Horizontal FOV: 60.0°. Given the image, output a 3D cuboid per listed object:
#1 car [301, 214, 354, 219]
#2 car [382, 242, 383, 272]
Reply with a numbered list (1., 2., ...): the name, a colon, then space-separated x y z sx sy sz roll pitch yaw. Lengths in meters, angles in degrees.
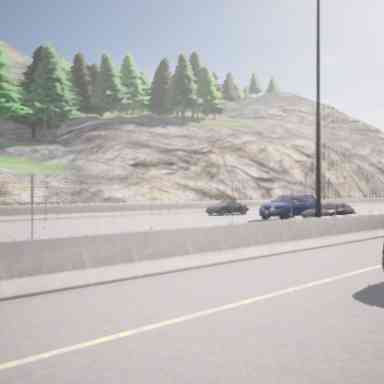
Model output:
1. car: 9.860 1.498 23.928 4.892 1.490 1.837 0 0 -36
2. car: 6.903 1.474 8.675 5.008 1.535 1.882 0 0 -36
